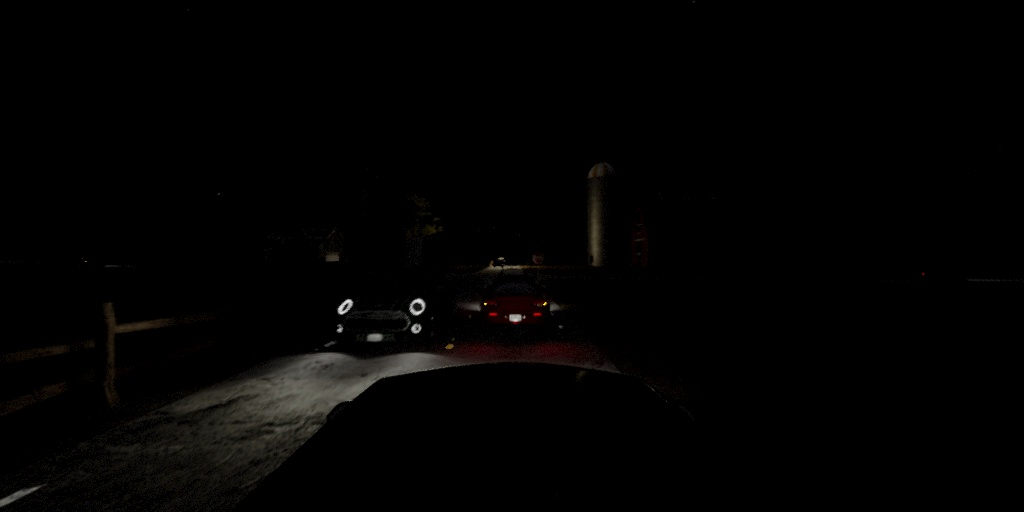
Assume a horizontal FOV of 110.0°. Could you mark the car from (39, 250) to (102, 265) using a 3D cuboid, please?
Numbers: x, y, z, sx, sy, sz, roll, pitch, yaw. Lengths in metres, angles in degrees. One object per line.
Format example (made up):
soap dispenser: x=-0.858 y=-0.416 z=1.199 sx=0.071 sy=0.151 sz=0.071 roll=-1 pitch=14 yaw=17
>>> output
car: x=-44.105 y=0.170 z=35.876 sx=4.892 sy=1.490 sz=1.837 roll=1 pitch=0 yaw=0

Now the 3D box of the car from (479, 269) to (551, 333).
car: x=0.083 y=1.280 z=10.609 sx=1.812 sy=1.442 sz=4.674 roll=0 pitch=0 yaw=0

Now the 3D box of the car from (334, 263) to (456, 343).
car: x=-2.844 y=1.105 z=9.693 sx=2.097 sy=1.767 sz=4.553 roll=0 pitch=0 yaw=0

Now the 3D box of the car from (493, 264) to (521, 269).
car: x=0.063 y=1.376 z=21.735 sx=1.895 sy=1.301 sz=4.718 roll=0 pitch=0 yaw=1

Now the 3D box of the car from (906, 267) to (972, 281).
car: x=43.074 y=1.805 z=36.168 sx=4.718 sy=1.301 sz=1.895 roll=0 pitch=0 yaw=0
